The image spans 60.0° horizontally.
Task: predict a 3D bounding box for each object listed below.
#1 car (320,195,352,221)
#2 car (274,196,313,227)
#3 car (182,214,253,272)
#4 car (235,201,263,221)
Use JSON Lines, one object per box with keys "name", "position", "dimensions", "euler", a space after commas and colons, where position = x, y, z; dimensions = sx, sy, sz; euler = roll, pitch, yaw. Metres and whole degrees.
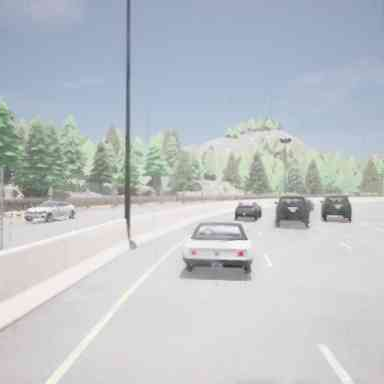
{"name": "car", "position": [12.224, 1.295, 28.367], "dimensions": [2.150, 2.045, 5.566], "euler": [0, 0, 19]}
{"name": "car", "position": [7.083, 1.270, 23.629], "dimensions": [2.150, 2.045, 5.566], "euler": [0, 0, 15]}
{"name": "car", "position": [0.934, 1.612, 10.861], "dimensions": [1.895, 1.301, 4.718], "euler": [0, 0, 7]}
{"name": "car", "position": [4.839, 1.532, 28.170], "dimensions": [2.128, 1.511, 4.902], "euler": [0, 0, 18]}
